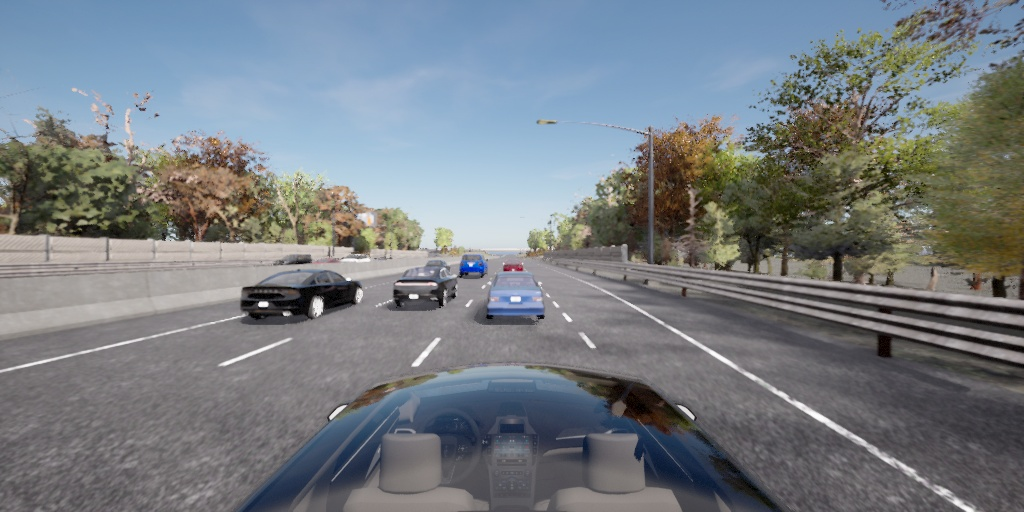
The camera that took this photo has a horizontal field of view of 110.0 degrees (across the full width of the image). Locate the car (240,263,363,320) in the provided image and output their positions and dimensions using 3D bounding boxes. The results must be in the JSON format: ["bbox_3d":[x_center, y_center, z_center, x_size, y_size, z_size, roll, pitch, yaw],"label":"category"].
[{"bbox_3d":[-6.896,1.178,12.424,1.882,1.535,5.008,0,0,0],"label":"car"}]

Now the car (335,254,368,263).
[{"bbox_3d":[-21.055,0.786,48.215,2.150,2.045,5.566,0,0,0],"label":"car"}]

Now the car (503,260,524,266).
[{"bbox_3d":[0.112,1.087,34.882,1.882,1.535,5.008,0,0,0],"label":"car"}]

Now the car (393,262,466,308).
[{"bbox_3d":[-3.396,1.181,14.824,2.128,1.511,4.902,0,0,0],"label":"car"}]

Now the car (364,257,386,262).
[{"bbox_3d":[-17.560,1.128,47.897,1.994,1.385,4.181,0,0,0],"label":"car"}]

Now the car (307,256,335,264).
[{"bbox_3d":[-24.554,1.041,47.751,1.882,1.535,5.008,0,0,0],"label":"car"}]

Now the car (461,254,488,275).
[{"bbox_3d":[-3.393,0.840,32.420,2.150,2.045,5.566,0,0,0],"label":"car"}]

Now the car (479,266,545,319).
[{"bbox_3d":[0.104,1.247,12.561,2.033,1.411,5.357,0,0,0],"label":"car"}]

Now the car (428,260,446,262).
[{"bbox_3d":[-6.890,1.120,33.379,1.837,1.490,4.892,0,0,0],"label":"car"}]

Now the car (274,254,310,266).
[{"bbox_3d":[-28.052,0.792,46.333,2.150,2.045,5.566,0,0,0],"label":"car"}]
